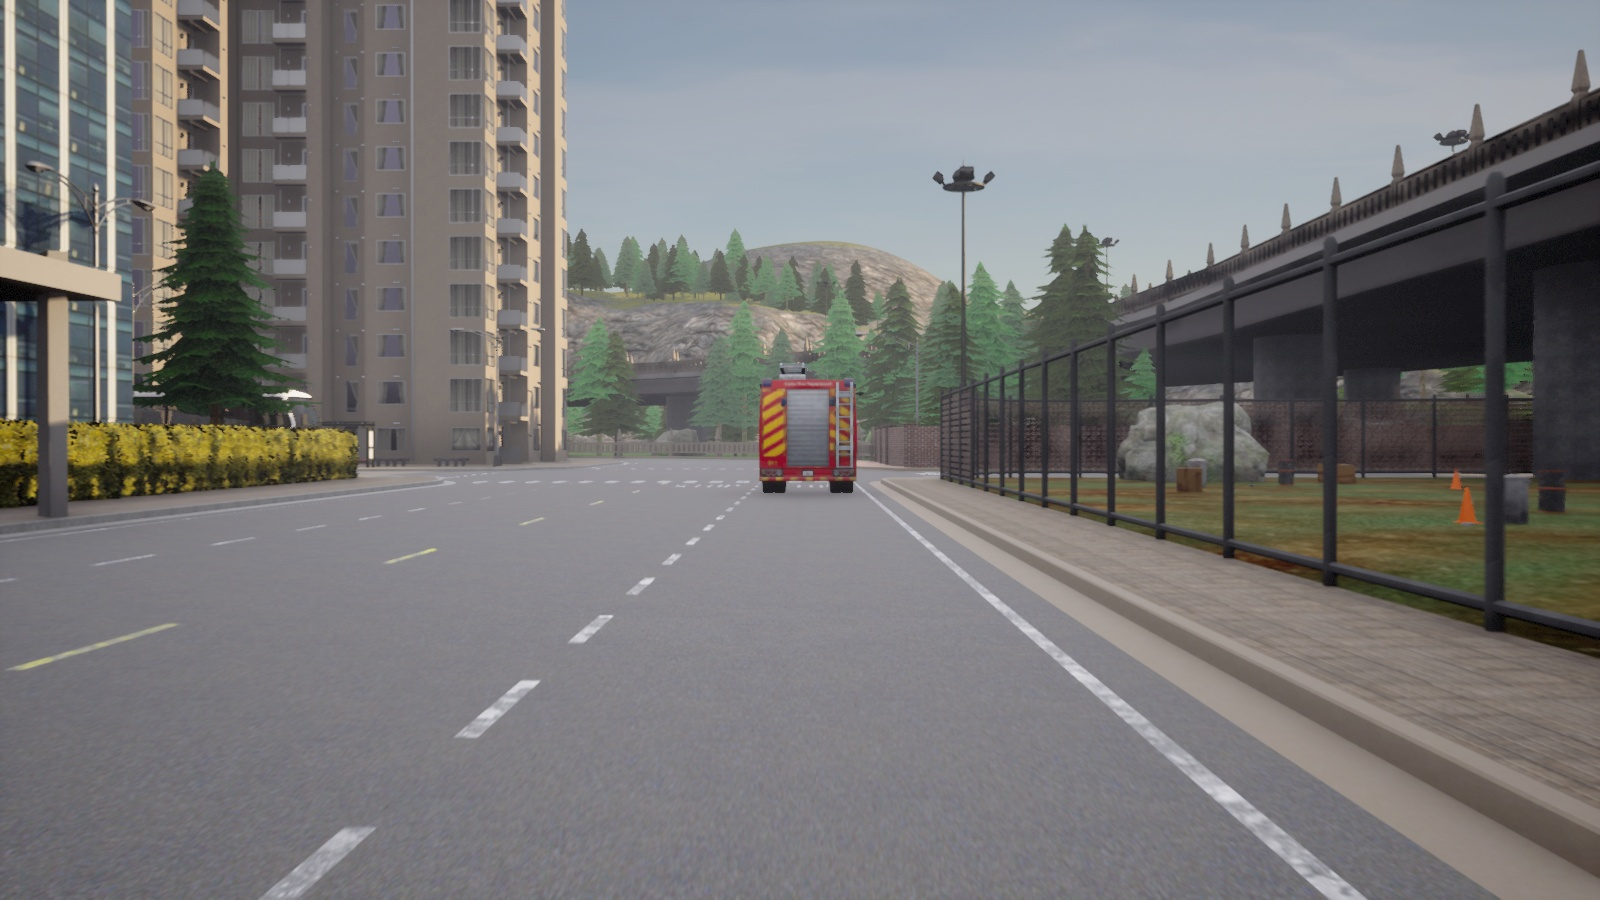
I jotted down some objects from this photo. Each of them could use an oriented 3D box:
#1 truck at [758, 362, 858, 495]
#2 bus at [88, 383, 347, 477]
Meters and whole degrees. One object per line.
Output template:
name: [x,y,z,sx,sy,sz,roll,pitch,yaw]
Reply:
truck: [0.246,-0.647,40.520,2.891,3.827,8.468,0,0,0]
bus: [-27.005,-0.927,58.675,10.273,4.253,3.944,0,0,0]
